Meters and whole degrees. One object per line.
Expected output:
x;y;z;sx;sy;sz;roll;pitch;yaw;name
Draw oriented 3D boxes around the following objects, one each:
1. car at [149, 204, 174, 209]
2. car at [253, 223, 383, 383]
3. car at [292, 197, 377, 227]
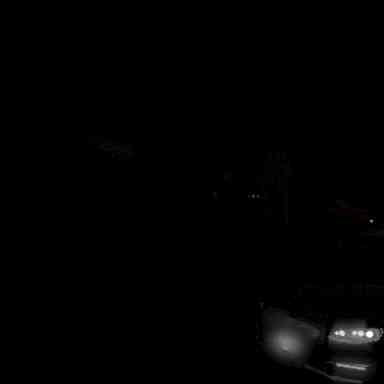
-3.621;1.738;38.551;2.097;1.767;4.553;3;-2;-37;car
3.087;1.499;5.291;4.902;1.511;2.128;0;0;-36;car
8.727;1.367;21.352;2.150;2.045;5.566;2;-2;-35;car
